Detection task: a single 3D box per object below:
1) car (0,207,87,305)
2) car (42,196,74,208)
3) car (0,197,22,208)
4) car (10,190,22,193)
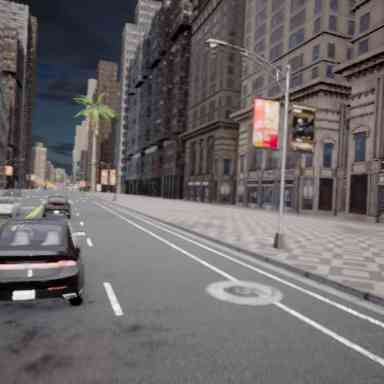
[{"bbox_3d":[-3.421,1.332,7.377,2.128,1.511,4.902,3,0,-21],"label":"car"},{"bbox_3d":[-9.844,1.054,24.400,1.837,1.490,4.892,3,0,-21],"label":"car"},{"bbox_3d":[-12.797,1.006,22.454,1.895,1.301,4.718,3,0,-21],"label":"car"},{"bbox_3d":[-25.973,0.017,48.509,1.994,1.385,4.181,3,0,-21],"label":"car"}]
